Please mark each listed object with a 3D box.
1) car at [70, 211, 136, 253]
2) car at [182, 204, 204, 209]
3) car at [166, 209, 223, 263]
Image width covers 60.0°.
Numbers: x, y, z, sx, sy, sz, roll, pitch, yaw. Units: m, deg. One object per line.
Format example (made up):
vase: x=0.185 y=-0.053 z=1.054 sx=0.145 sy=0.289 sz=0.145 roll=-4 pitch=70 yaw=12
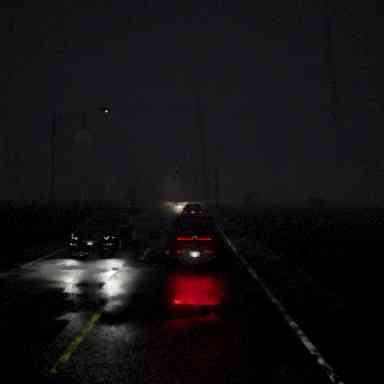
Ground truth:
car: x=-3.610 y=1.609 z=14.203 sx=1.837 sy=1.490 sz=4.892 roll=0 pitch=-1 yaw=0
car: x=0.079 y=1.757 z=30.056 sx=2.033 sy=1.411 sz=5.357 roll=0 pitch=0 yaw=0
car: x=0.085 y=1.594 z=12.254 sx=1.837 sy=1.490 sz=4.892 roll=0 pitch=0 yaw=0
